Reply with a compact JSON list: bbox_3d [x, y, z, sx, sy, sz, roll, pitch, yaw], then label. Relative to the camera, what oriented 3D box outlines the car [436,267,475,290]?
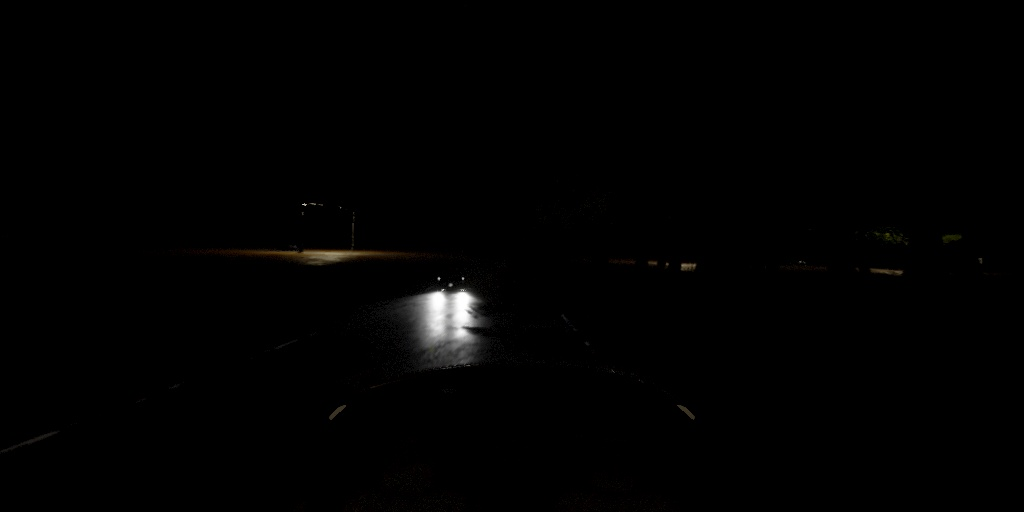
[{"bbox_3d":[-3.600,1.397,23.324,1.895,1.301,4.718,0,0,0],"label":"car"}]
